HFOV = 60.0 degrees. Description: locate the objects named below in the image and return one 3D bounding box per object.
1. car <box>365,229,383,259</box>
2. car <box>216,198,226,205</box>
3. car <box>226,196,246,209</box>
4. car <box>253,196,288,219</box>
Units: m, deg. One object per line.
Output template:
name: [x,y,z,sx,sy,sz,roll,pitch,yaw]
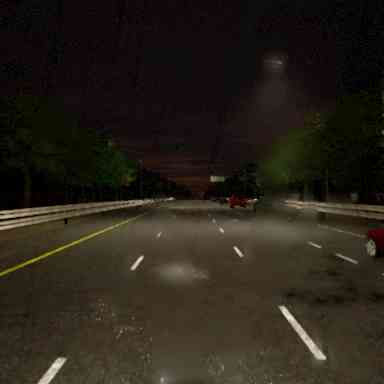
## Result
car: [7.006,1.508,9.675,1.882,1.535,5.008,0,0,0]
car: [7.333,2.181,77.704,1.837,1.490,4.892,0,-1,1]
car: [7.155,1.591,53.068,2.150,2.045,5.566,0,-1,0]
car: [7.050,1.343,30.235,2.150,2.045,5.566,0,0,0]
